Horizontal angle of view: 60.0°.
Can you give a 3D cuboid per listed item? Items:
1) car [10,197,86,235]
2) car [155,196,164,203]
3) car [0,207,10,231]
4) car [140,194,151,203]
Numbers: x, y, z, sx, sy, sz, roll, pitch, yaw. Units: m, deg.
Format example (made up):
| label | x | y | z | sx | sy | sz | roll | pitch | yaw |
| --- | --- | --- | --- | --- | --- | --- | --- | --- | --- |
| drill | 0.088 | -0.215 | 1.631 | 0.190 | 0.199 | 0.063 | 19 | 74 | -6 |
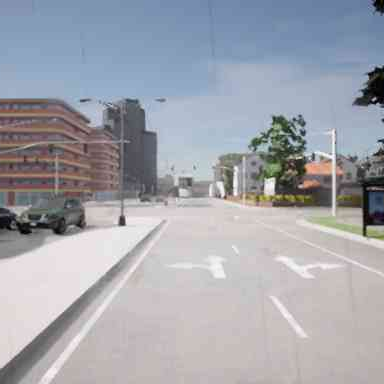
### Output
| label | x | y | z | sx | sy | sz | roll | pitch | yaw |
| --- | --- | --- | --- | --- | --- | --- | --- | --- | --- |
| car | -8.023 | 1.304 | 19.637 | 2.150 | 2.045 | 5.566 | 0 | -1 | 0 |
| car | -8.002 | 1.840 | 82.525 | 1.837 | 1.490 | 4.892 | 0 | 0 | 0 |
| car | -11.543 | 1.583 | 18.445 | 1.837 | 1.490 | 4.892 | 0 | -1 | 1 |
| car | -11.502 | 1.565 | 82.496 | 2.150 | 2.045 | 5.566 | 0 | 0 | 0 |
